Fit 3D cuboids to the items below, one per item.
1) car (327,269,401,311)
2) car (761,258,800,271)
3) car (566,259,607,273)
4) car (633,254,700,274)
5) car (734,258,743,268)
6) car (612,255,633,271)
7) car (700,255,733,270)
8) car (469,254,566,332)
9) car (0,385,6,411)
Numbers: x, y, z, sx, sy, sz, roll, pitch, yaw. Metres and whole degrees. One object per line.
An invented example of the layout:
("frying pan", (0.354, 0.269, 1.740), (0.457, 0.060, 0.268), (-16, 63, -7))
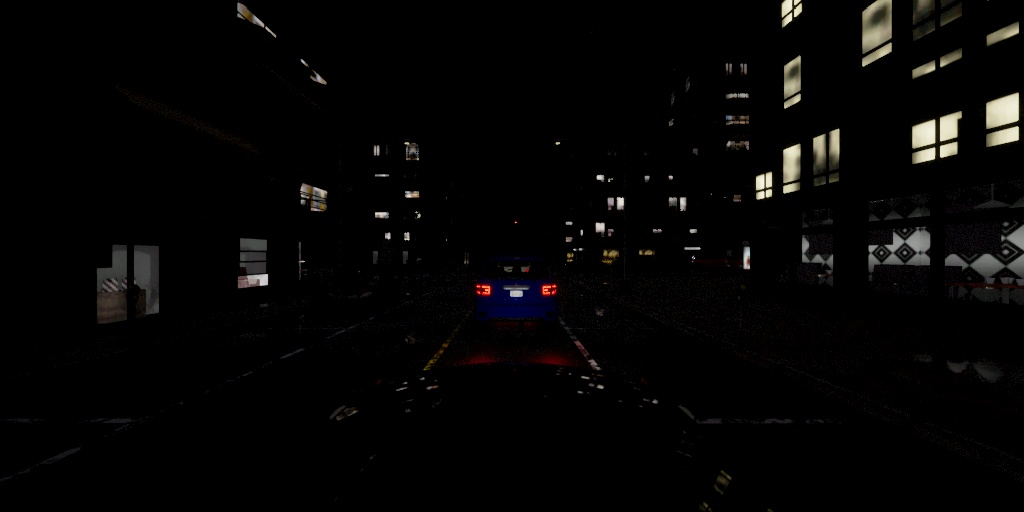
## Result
("car", (-5.729, 1.332, 14.429), (1.802, 1.307, 4.207), (0, 0, 0))
("car", (25.831, 0.822, 34.479), (4.313, 1.339, 1.948), (0, 0, 0))
("car", (8.354, 1.095, 40.568), (4.674, 1.442, 1.812), (-1, 0, 6))
("car", (14.738, 0.778, 34.392), (5.009, 1.841, 2.192), (0, 0, 0))
("car", (25.702, 0.824, 42.859), (4.207, 1.307, 1.802), (0, 0, 0))
("car", (14.610, 0.764, 42.771), (5.009, 1.841, 2.192), (0, 0, 0))
("car", (21.578, 0.675, 40.235), (4.553, 1.767, 2.097), (-1, 0, -1))
("car", (0.106, 0.971, 11.021), (2.150, 2.045, 5.566), (0, 0, 0))
("car", (-5.690, 1.300, 1.512), (2.007, 1.370, 4.403), (0, 0, 0))
